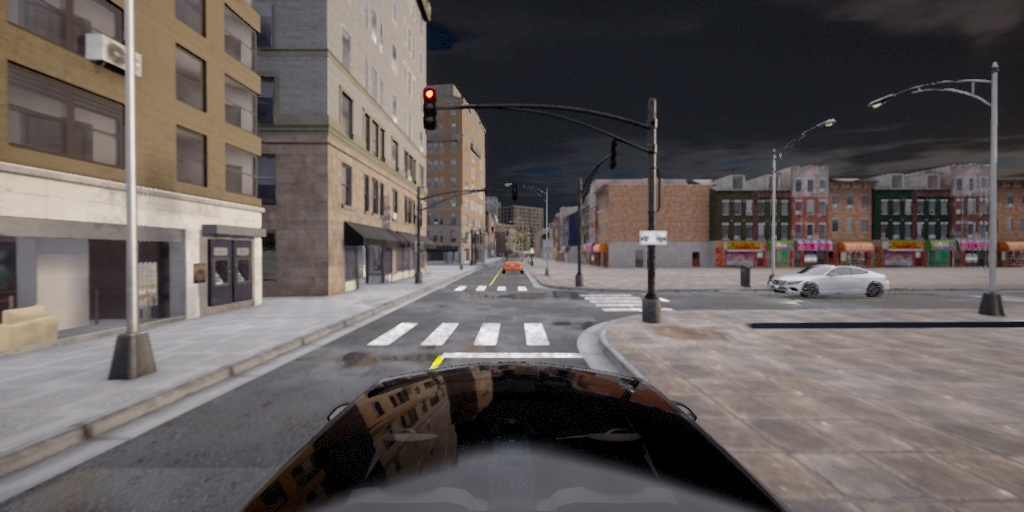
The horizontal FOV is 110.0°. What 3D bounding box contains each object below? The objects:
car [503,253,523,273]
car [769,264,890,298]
[{"bbox_3d":[0.087,0.858,38.311,2.097,1.767,4.553,0,0,0],"label":"car"},{"bbox_3d":[14.447,1.112,16.421,4.674,1.442,1.812,0,1,0],"label":"car"}]
